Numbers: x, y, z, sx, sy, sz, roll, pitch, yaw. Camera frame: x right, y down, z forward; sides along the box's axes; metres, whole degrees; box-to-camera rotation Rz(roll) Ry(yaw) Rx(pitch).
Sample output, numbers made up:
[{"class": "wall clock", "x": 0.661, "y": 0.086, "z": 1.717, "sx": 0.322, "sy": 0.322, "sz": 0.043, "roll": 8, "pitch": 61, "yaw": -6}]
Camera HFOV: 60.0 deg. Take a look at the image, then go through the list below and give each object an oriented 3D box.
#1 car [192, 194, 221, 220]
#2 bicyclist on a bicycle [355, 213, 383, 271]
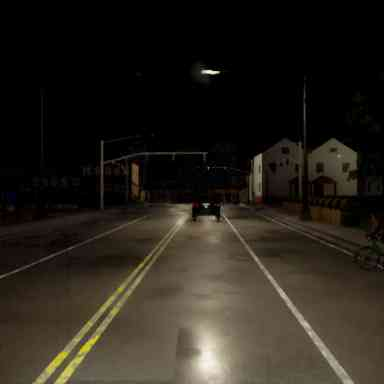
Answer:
[{"class": "car", "x": 1.171, "y": 1.182, "z": 27.326, "sx": 2.150, "sy": 2.045, "sz": 5.566, "roll": 0, "pitch": 0, "yaw": 2}, {"class": "bicyclist on a bicycle", "x": 5.379, "y": 1.404, "z": 9.266, "sx": 1.656, "sy": 1.620, "sz": 0.582, "roll": 0, "pitch": 0, "yaw": 2}]
